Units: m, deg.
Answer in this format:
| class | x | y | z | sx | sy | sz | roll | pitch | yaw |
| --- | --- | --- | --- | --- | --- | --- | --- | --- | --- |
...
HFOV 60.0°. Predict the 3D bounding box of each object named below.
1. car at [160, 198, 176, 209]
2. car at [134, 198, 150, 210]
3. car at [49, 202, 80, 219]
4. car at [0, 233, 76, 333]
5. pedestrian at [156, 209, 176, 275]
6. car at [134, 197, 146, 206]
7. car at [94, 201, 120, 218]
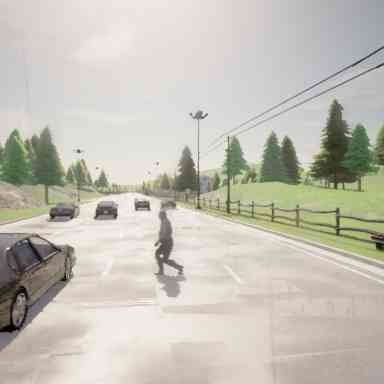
| class | x | y | z | sx | sy | sz | roll | pitch | yaw |
| --- | --- | --- | --- | --- | --- | --- | --- | --- | --- |
| car | -3.208 | 1.526 | 44.819 | 1.812 | 1.442 | 4.674 | 0 | 0 | -10 |
| car | -6.368 | 1.491 | 42.612 | 2.128 | 1.511 | 4.902 | 0 | 0 | -10 |
| car | -11.030 | 1.547 | 29.029 | 2.033 | 1.411 | 5.357 | 0 | 0 | -11 |
| car | -3.819 | 1.547 | 6.629 | 2.033 | 1.411 | 5.357 | 0 | 0 | -6 |
| pedestrian | -0.694 | 1.294 | 8.839 | 0.375 | 1.860 | 0.375 | 0 | 0 | -7 |
| car | -8.863 | 1.601 | 56.478 | 1.895 | 1.301 | 4.718 | 0 | 0 | -10 |
| car | -7.705 | 1.525 | 30.295 | 1.812 | 1.442 | 4.674 | 0 | 0 | -10 |
